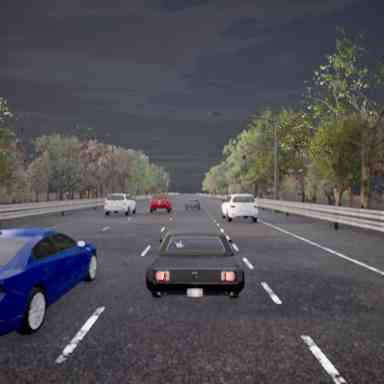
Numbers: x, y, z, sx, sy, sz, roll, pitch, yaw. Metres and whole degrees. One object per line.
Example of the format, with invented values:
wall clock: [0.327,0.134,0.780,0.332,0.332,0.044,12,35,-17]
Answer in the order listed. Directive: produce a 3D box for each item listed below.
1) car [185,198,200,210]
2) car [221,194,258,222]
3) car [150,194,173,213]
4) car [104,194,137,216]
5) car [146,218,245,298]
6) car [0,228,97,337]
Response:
car: [0.107,1.470,42.982,2.128,1.511,4.902,0,0,0]
car: [3.622,1.203,25.990,2.150,2.045,5.566,0,0,-2]
car: [-3.390,1.201,37.079,2.150,2.045,5.566,0,0,0]
car: [-6.906,1.201,32.526,2.150,2.045,5.566,0,0,1]
car: [0.097,1.590,8.424,1.895,1.301,4.718,0,0,1]
car: [-3.399,1.469,6.730,1.882,1.535,5.008,0,0,0]
